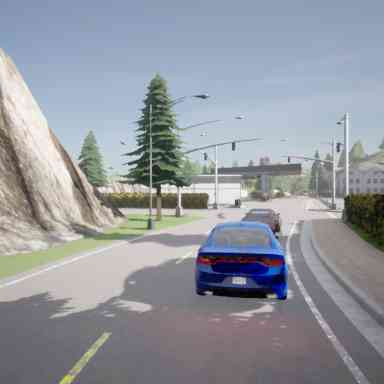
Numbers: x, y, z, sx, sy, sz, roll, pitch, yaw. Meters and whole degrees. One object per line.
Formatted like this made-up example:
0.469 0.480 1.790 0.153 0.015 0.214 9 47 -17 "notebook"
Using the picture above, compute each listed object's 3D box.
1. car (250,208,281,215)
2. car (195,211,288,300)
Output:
3.720 1.564 17.739 1.994 1.385 4.181 0 0 17 "car"
1.304 1.478 8.553 1.882 1.535 5.008 0 0 10 "car"
